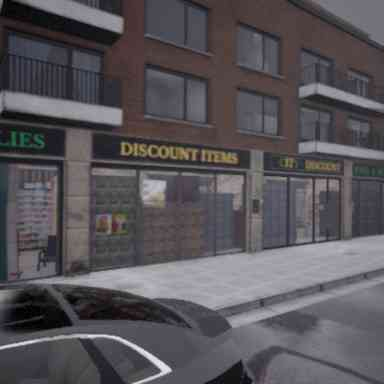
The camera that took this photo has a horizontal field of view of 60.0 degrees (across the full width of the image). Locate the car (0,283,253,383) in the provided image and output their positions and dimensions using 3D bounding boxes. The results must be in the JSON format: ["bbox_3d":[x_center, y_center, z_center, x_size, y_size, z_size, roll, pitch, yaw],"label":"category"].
[{"bbox_3d":[-1.781,1.500,1.989,4.892,1.490,1.837,1,0,-35],"label":"car"}]
